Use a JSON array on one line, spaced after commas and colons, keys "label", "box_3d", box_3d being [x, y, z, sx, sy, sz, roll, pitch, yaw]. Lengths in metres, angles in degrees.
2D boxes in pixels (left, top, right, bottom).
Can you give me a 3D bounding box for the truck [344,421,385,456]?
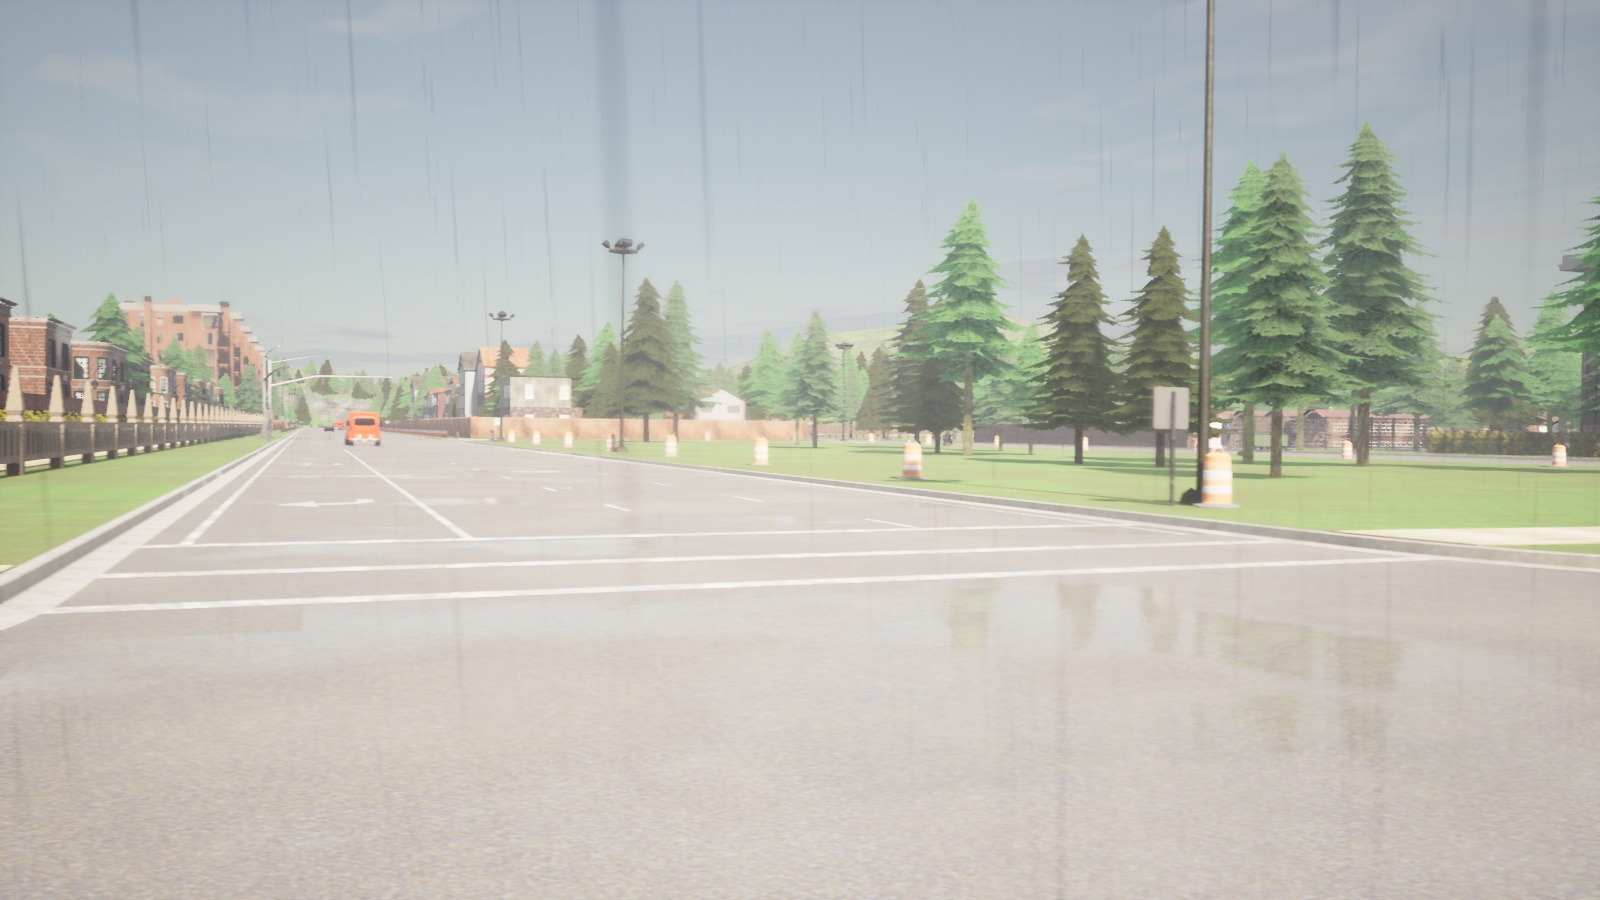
[{"label": "truck", "box_3d": [-32.353, -0.855, 93.122, 2.627, 2.467, 5.204, -1, 1, -21]}]
